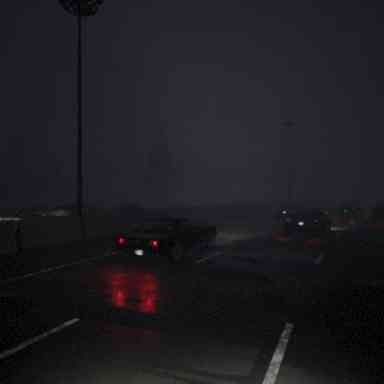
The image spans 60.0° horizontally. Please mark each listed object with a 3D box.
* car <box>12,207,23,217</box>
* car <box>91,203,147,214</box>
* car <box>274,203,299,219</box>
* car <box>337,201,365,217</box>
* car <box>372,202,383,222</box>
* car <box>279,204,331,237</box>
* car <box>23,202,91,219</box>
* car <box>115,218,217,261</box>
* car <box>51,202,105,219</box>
[{"bbox_3d":[-14.613,1.658,31.360,1.994,1.385,4.181,0,0,30],"label":"car"},{"bbox_3d":[-5.407,1.596,26.356,1.812,1.442,4.674,0,0,30],"label":"car"},{"bbox_3d":[8.623,1.622,28.672,1.994,1.385,4.181,0,0,34],"label":"car"},{"bbox_3d":[15.361,1.584,32.186,1.812,1.442,4.674,0,0,36],"label":"car"},{"bbox_3d":[15.353,1.521,26.108,1.882,1.535,5.008,0,0,34],"label":"car"},{"bbox_3d":[6.573,1.600,18.719,1.994,1.385,4.181,0,0,30],"label":"car"},{"bbox_3d":[-9.965,1.600,25.410,1.812,1.442,4.674,0,0,30],"label":"car"},{"bbox_3d":[-0.697,1.632,12.572,1.895,1.301,4.718,0,0,26],"label":"car"},{"bbox_3d":[-10.620,1.690,31.344,1.895,1.301,4.718,0,0,31],"label":"car"}]
